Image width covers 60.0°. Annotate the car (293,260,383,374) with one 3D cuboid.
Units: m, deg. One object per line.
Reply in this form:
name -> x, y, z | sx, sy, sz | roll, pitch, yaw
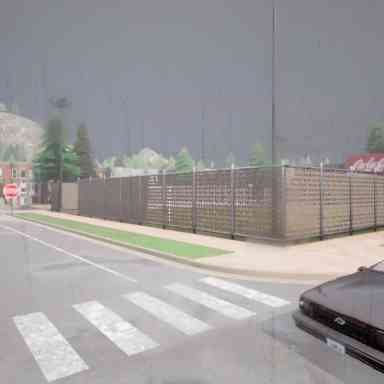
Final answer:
car -> 4.248, 1.551, 5.264 | 5.357, 1.411, 2.033 | 0, 0, -24
